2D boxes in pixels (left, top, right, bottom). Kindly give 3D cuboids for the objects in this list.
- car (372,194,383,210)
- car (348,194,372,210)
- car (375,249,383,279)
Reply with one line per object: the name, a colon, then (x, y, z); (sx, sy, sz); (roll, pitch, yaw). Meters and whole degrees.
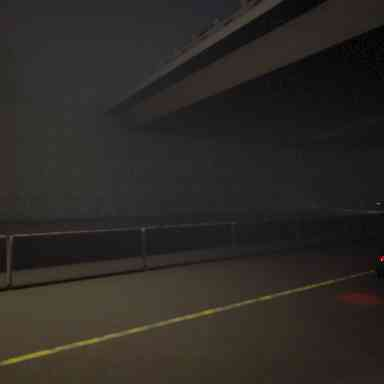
car: (25.516, 1.455, 42.484); (4.553, 1.767, 2.097); (0, 0, -34)
car: (23.757, 1.311, 45.515); (5.566, 2.045, 2.150); (1, 0, -34)
car: (6.793, 1.579, 8.409); (5.357, 1.411, 2.033); (0, 0, -34)
